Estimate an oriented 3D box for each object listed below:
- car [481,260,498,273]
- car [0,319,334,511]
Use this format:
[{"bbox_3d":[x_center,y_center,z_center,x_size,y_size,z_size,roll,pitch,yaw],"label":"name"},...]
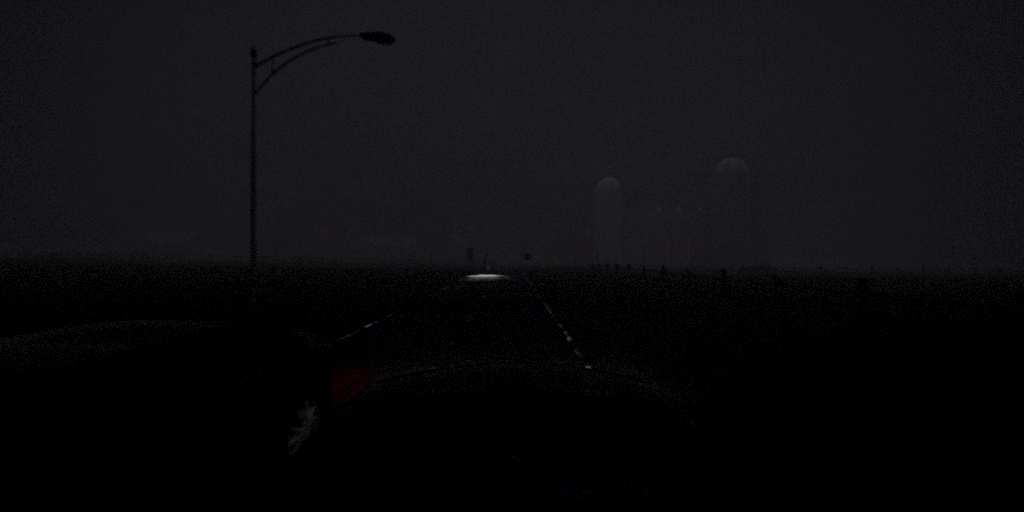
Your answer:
[{"bbox_3d":[-2.758,1.203,44.312,2.128,1.511,4.902,0,0,0],"label":"car"},{"bbox_3d":[-2.850,1.255,1.988,1.837,1.490,4.892,0,0,0],"label":"car"}]
